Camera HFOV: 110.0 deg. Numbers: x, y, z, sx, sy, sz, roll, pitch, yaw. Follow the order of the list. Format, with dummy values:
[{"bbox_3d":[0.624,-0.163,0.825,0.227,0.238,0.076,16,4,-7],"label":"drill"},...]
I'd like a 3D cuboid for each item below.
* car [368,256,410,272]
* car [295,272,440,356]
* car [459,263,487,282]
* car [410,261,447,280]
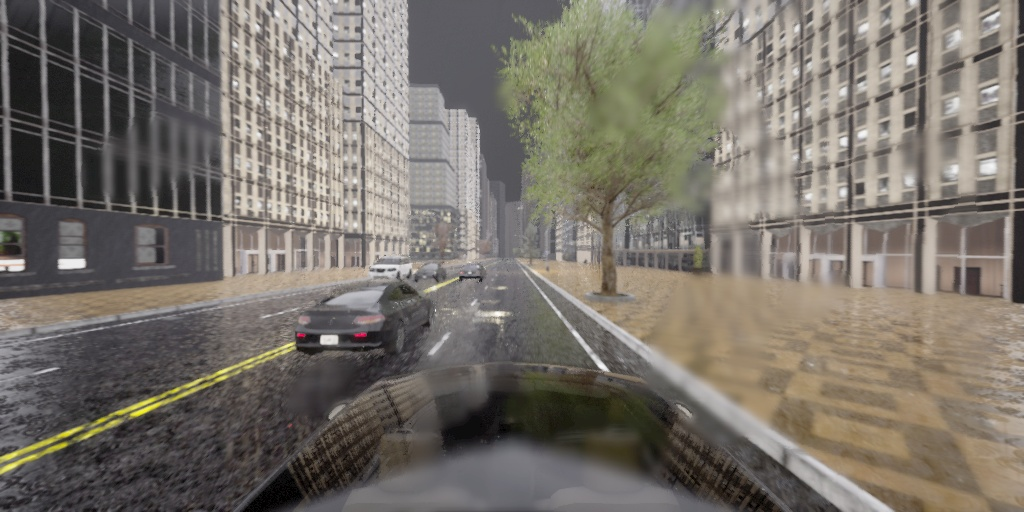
[{"bbox_3d":[-9.754,1.039,29.307,2.150,2.045,5.566,0,0,0],"label":"car"},{"bbox_3d":[-3.152,1.278,8.485,1.812,1.442,4.674,0,0,0],"label":"car"},{"bbox_3d":[-3.153,1.300,29.260,2.033,1.411,5.357,0,0,0],"label":"car"},{"bbox_3d":[-6.506,1.284,29.031,1.812,1.442,4.674,0,0,0],"label":"car"}]
